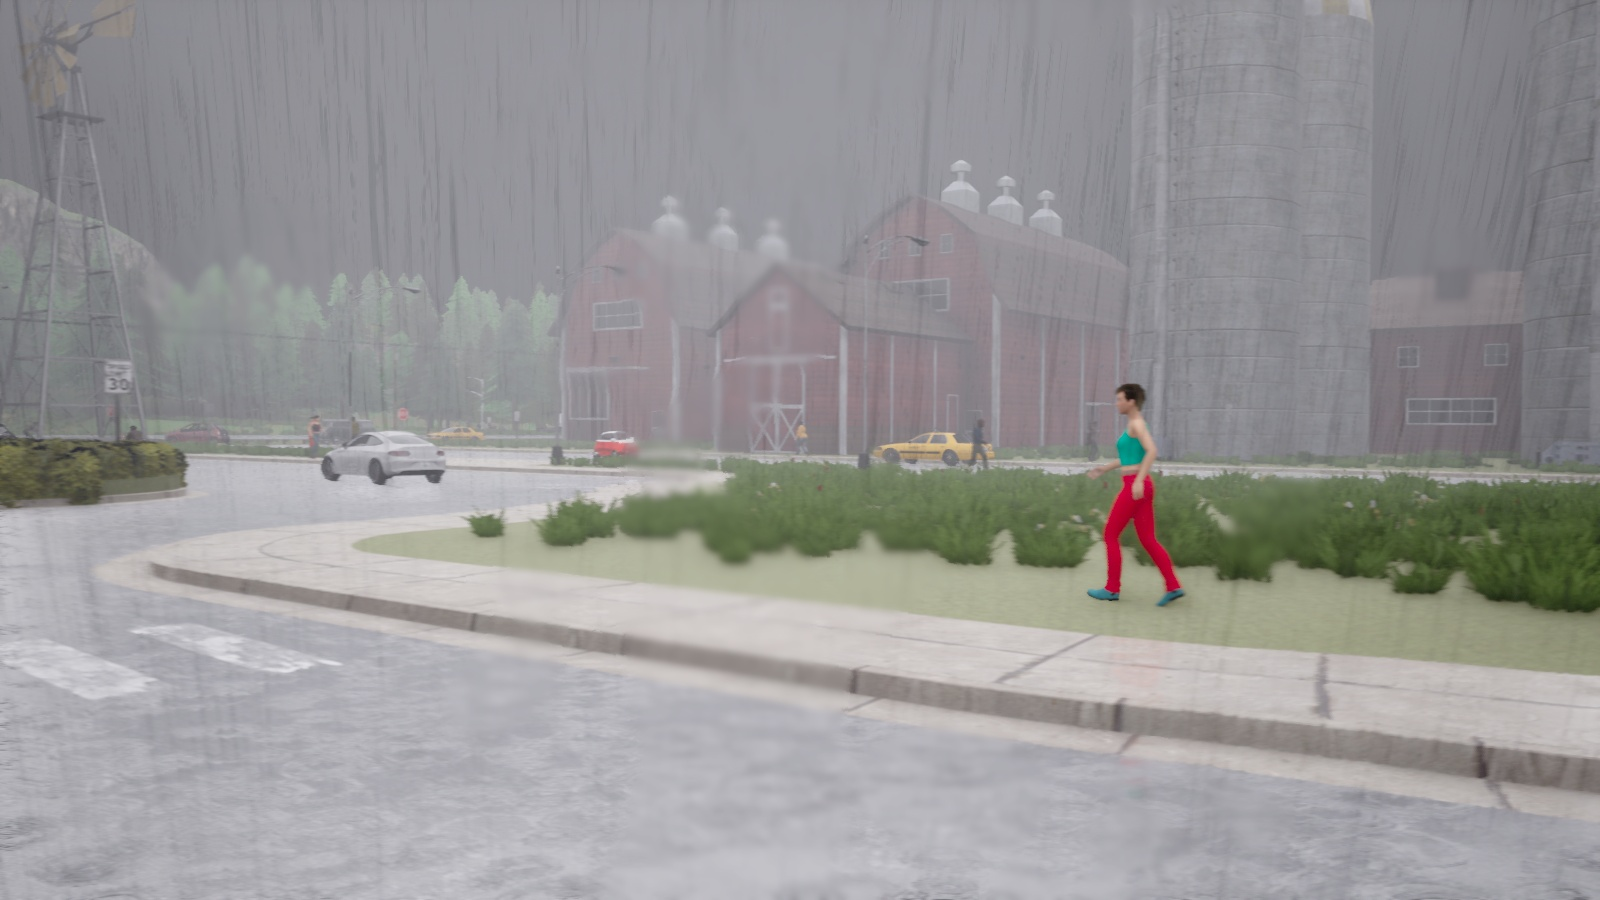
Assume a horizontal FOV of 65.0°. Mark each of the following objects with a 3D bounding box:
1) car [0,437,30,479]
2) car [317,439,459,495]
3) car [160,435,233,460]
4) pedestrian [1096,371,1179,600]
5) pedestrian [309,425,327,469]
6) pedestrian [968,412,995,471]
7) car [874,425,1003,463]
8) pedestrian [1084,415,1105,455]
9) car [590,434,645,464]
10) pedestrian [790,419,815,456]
[{"bbox_3d":[-33.611,0.365,50.437,4.856,1.649,2.033,-1,1,21],"label":"car"},{"bbox_3d":[-11.529,0.433,34.939,4.674,1.442,1.812,0,1,45],"label":"car"},{"bbox_3d":[-41.066,-0.196,85.509,3.988,1.617,1.851,-1,1,-2],"label":"car"},{"bbox_3d":[2.787,0.284,10.369,0.594,1.836,0.345,0,1,27],"label":"pedestrian"},{"bbox_3d":[-20.075,-0.134,52.288,0.594,1.836,0.345,0,1,27],"label":"pedestrian"},{"bbox_3d":[5.762,-0.268,39.852,0.726,1.835,0.370,0,1,36],"label":"pedestrian"},{"bbox_3d":[5.957,-0.252,54.447,5.366,1.575,1.801,0,1,36],"label":"car"},{"bbox_3d":[13.152,-0.672,56.122,0.869,1.805,0.328,0,1,27],"label":"pedestrian"},{"bbox_3d":[-8.879,-0.047,61.044,2.207,1.376,1.481,0,1,36],"label":"car"},{"bbox_3d":[0.114,-0.615,63.381,0.900,1.855,0.874,0,1,44],"label":"pedestrian"}]
